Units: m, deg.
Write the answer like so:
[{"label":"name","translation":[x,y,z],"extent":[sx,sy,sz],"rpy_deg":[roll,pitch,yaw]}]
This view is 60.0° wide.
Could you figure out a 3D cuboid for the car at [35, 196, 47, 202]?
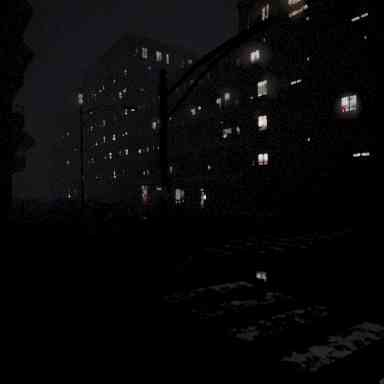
[{"label":"car","translation":[-37.680,1.719,82.816],"extent":[1.887,1.381,4.507],"rpy_deg":[-1,1,-36]}]

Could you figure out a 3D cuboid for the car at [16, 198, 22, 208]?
[{"label":"car","translation":[-25.182,1.765,50.931],"extent":[1.947,1.339,4.313],"rpy_deg":[-1,1,-36]}]

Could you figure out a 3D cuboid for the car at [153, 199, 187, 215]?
[{"label":"car","translation":[-2.272,1.433,33.295],"extent":[1.967,1.590,4.097],"rpy_deg":[-1,1,-36]}]

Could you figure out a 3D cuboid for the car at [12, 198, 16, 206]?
[{"label":"car","translation":[-31.620,1.778,59.935],"extent":[1.887,1.381,4.507],"rpy_deg":[-1,1,-36]}]

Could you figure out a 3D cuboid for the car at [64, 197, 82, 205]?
[{"label":"car","translation":[-21.585,1.637,60.307],"extent":[2.008,1.369,4.403],"rpy_deg":[-1,1,-36]}]

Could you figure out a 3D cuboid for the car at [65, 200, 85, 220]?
[{"label":"car","translation":[-8.988,1.647,28.284],"extent":[1.752,1.417,4.829],"rpy_deg":[-1,1,-36]}]

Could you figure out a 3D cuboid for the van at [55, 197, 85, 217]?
[{"label":"van","translation":[-12.309,1.478,32.922],"extent":[1.690,1.788,3.998],"rpy_deg":[-1,1,-36]}]

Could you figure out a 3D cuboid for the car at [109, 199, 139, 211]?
[{"label":"car","translation":[-8.708,1.573,42.299],"extent":[2.008,1.369,4.403],"rpy_deg":[-1,1,-36]}]

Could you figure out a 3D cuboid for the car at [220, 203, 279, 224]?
[{"label":"car","translation":[4.068,1.490,24.431],"extent":[1.752,1.417,4.829],"rpy_deg":[-1,1,-36]}]

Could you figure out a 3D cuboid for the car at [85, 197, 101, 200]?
[{"label":"car","translation":[-15.148,1.493,51.302],"extent":[1.967,1.590,4.097],"rpy_deg":[-1,1,-36]}]

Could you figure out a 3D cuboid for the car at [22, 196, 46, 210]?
[{"label":"car","translation":[-21.965,1.623,46.429],"extent":[1.967,1.590,4.097],"rpy_deg":[-1,1,-36]}]

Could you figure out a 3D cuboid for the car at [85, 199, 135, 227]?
[{"label":"car","translation":[-5.869,1.548,23.921],"extent":[1.967,1.590,4.097],"rpy_deg":[-1,1,-36]}]

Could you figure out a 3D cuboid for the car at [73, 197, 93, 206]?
[{"label":"car","translation":[-18.366,1.635,55.805],"extent":[1.947,1.339,4.313],"rpy_deg":[-1,1,-36]}]
